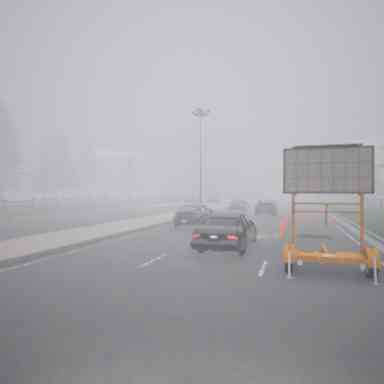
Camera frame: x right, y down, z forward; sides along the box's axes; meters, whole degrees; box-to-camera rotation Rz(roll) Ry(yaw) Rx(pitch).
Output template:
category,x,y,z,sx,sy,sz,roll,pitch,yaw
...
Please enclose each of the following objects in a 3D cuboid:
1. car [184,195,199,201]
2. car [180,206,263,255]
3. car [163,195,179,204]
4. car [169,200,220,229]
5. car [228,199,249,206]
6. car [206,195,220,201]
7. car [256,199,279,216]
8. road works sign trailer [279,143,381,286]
category,x,y,z,sx,sy,sz,roll,pitch,yaw
car,-0.108,1.396,61.011,1.837,1.490,4.892,0,0,16
car,1.462,1.524,13.313,2.033,1.411,5.357,0,0,17
car,-3.754,1.381,60.996,2.128,1.511,4.902,0,0,16
car,0.223,1.487,21.161,1.812,1.442,4.674,0,0,17
car,5.356,1.482,37.836,2.033,1.411,5.357,0,0,17
car,3.971,1.382,62.518,2.128,1.511,4.902,0,0,16
car,7.096,1.438,31.546,2.128,1.511,4.902,0,0,17
road works sign trailer,3.876,0.449,9.608,2.380,3.560,2.880,0,0,17
